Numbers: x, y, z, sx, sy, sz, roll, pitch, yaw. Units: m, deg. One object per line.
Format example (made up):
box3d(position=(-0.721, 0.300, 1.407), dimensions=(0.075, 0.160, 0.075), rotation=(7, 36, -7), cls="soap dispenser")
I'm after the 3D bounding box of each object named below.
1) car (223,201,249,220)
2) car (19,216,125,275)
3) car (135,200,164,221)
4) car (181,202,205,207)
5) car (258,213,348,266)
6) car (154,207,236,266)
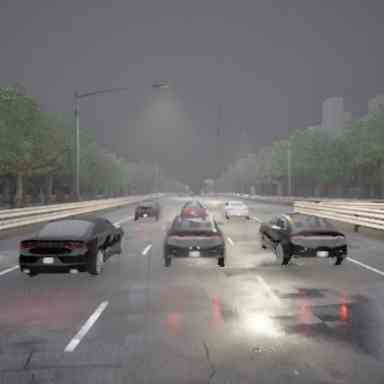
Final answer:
box3d(position=(3.585, 1.462, 27.741), dimensions=(1.812, 1.442, 4.674), rotation=(0, 0, 0), cls="car")
box3d(position=(-3.421, 1.471, 10.418), dimensions=(1.882, 1.535, 5.008), rotation=(0, 0, 0), cls="car")
box3d(position=(-3.417, 1.446, 26.847), dimensions=(1.837, 1.490, 4.892), rotation=(0, 0, 0), cls="car")
box3d(position=(0.083, 1.503, 27.222), dimensions=(1.994, 1.385, 4.181), rotation=(0, 0, 0), cls="car")
box3d(position=(3.582, 1.484, 11.537), dimensions=(2.128, 1.511, 4.902), rotation=(0, 0, 0), cls="car")
box3d(position=(0.082, 1.484, 11.515), dimensions=(2.128, 1.511, 4.902), rotation=(0, 0, 0), cls="car")
